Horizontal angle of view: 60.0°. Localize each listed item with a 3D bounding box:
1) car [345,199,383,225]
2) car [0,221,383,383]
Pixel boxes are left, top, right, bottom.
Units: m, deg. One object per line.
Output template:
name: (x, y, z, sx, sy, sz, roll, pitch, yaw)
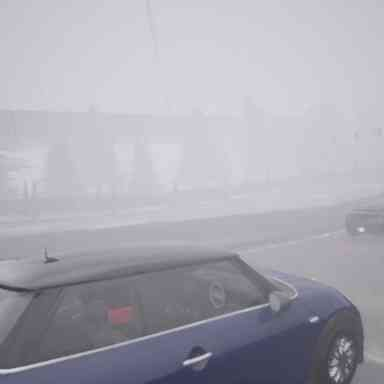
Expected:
car: (8.376, 1.030, 14.033, 4.892, 1.490, 1.837, -4, 2, -36)
car: (-0.091, 1.342, 3.680, 4.553, 1.767, 2.097, -1, 0, -36)
